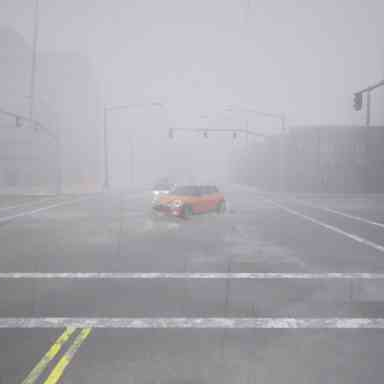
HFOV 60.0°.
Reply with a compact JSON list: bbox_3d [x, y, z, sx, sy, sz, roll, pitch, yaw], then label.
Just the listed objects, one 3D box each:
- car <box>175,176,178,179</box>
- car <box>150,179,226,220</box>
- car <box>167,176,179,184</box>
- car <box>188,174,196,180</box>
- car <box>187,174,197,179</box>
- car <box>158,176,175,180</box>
[{"bbox_3d":[-3.581,-1.694,51.329,1.837,1.490,4.892,0,4,0],"label":"car"},{"bbox_3d":[-0.130,0.404,18.026,2.097,1.767,4.553,4,5,39],"label":"car"},{"bbox_3d":[-3.550,-2.282,61.448,1.895,1.301,4.718,0,4,0],"label":"car"},{"bbox_3d":[0.021,-3.702,80.723,2.033,1.411,5.357,0,4,0],"label":"car"},{"bbox_3d":[0.018,-2.976,70.897,1.994,1.385,4.181,0,4,0],"label":"car"},{"bbox_3d":[-3.587,-0.966,41.422,1.994,1.385,4.181,0,4,0],"label":"car"}]
